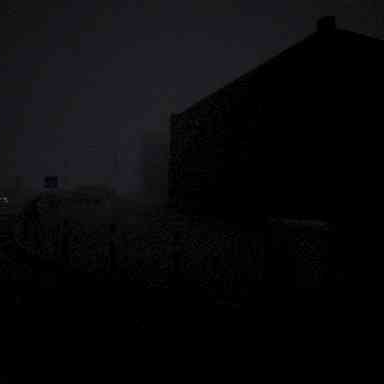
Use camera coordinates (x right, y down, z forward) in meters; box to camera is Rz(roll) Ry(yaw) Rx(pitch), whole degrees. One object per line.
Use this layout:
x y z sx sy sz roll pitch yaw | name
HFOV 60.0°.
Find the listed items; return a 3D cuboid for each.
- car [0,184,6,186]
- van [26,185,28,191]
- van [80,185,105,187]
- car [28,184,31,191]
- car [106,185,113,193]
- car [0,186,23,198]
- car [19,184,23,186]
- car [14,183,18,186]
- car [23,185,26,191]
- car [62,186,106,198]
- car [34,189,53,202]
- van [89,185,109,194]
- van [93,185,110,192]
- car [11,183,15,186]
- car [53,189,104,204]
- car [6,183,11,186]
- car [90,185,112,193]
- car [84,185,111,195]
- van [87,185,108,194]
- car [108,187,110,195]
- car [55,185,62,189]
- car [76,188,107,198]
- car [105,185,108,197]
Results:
-39.475 -0.569 64.503 4.553 1.767 2.185 1 1 -13 | car
-43.011 -1.085 80.783 4.442 1.987 1.878 1 1 -13 | van
-14.635 0.275 45.706 4.442 1.987 1.878 1 1 -13 | van
-43.710 -0.884 83.330 4.674 1.452 2.002 1 1 -13 | car
-18.832 -0.287 64.697 5.566 2.045 2.435 1 1 -13 | car
-28.792 0.141 52.049 2.033 1.411 5.357 1 1 -13 | car
-41.878 -0.723 75.266 4.892 1.521 2.231 1 1 -13 | car
-41.269 -0.655 72.578 4.892 1.521 2.231 1 1 -13 | car
-42.487 -0.791 77.953 4.892 1.521 2.231 1 1 -13 | car
-13.852 0.447 42.905 4.553 1.767 2.185 1 1 -13 | car
-18.596 0.603 42.876 1.895 1.301 4.718 1 1 -13 | car
-21.722 -0.625 78.156 4.442 1.987 1.878 1 1 -13 | van
-25.010 -0.968 91.655 4.442 1.987 1.878 1 1 -13 | van
-40.660 -0.584 69.890 4.892 1.521 2.231 1 1 -13 | car
-12.717 0.723 37.594 4.792 1.488 2.163 1 1 -13 | car
-40.024 -0.640 67.205 4.553 1.767 2.185 1 1 -13 | car
-24.311 -0.928 88.966 5.566 2.045 2.435 1 1 -13 | car
-20.584 -0.507 72.717 5.566 2.045 2.435 1 1 -13 | car
-21.338 -0.558 75.397 4.442 1.987 1.878 1 1 -13 | van
-16.367 0.274 53.868 5.008 1.535 2.097 1 1 -13 | car
-22.267 0.037 58.644 1.882 1.535 5.008 1 1 -13 | car
-16.940 0.201 56.459 4.892 1.521 2.231 1 1 -13 | car
-15.690 0.230 51.041 4.553 1.767 2.185 1 1 -13 | car
